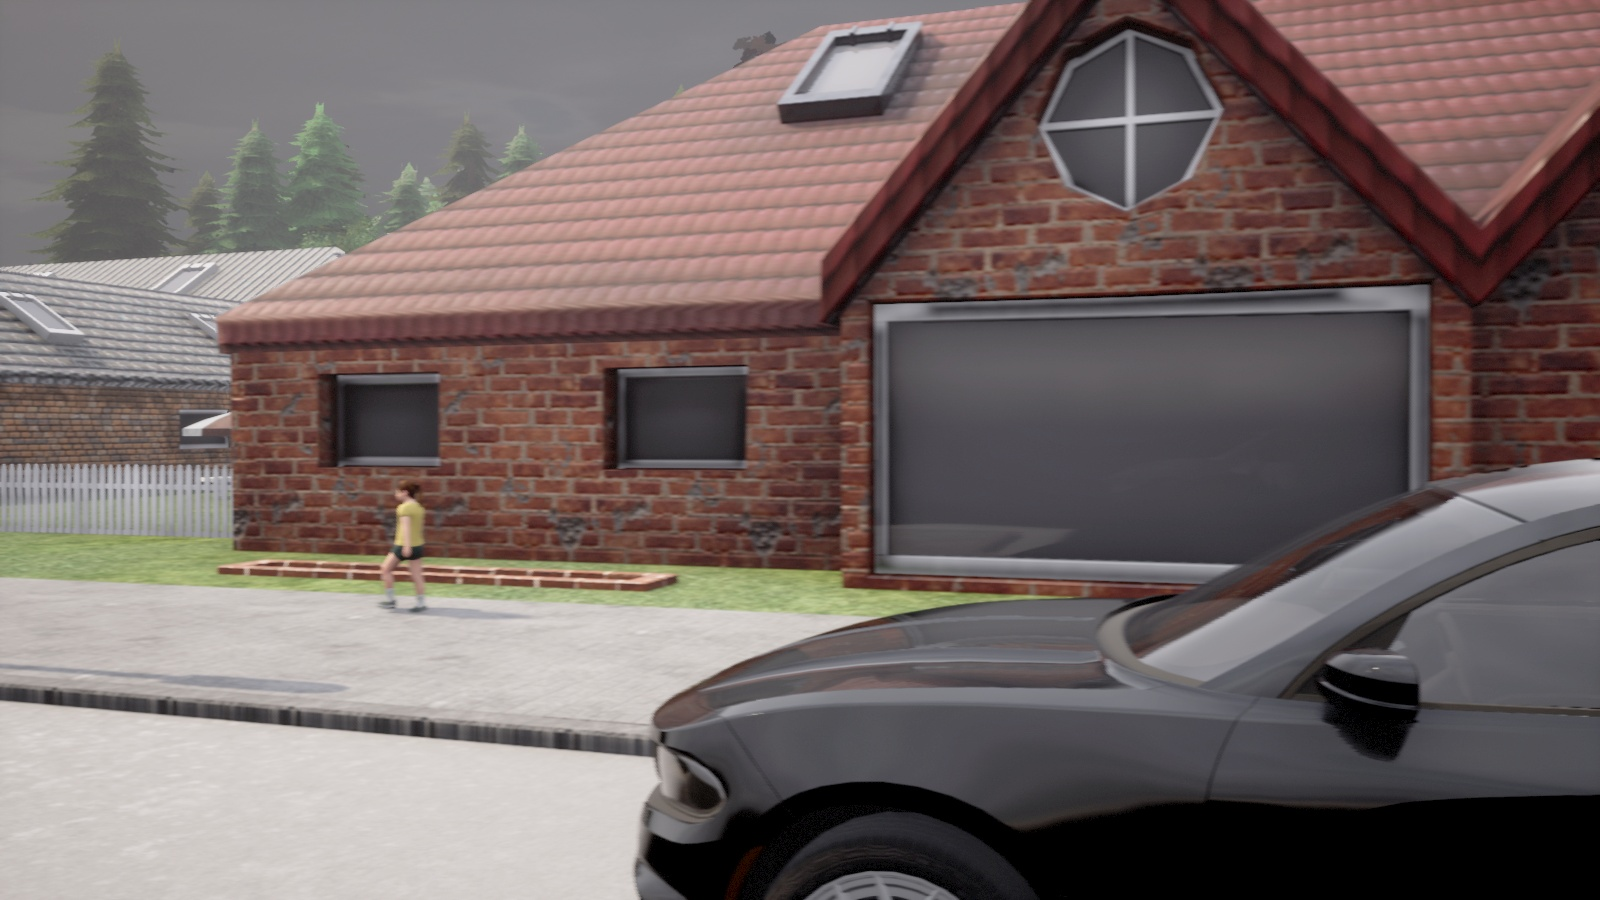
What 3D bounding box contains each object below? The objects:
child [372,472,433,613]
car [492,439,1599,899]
[{"bbox_3d":[-3.231,0.741,10.207,0.394,1.110,0.255,1,1,17],"label":"child"},{"bbox_3d":[1.938,0.763,3.054,5.008,1.535,1.882,1,1,19],"label":"car"}]
